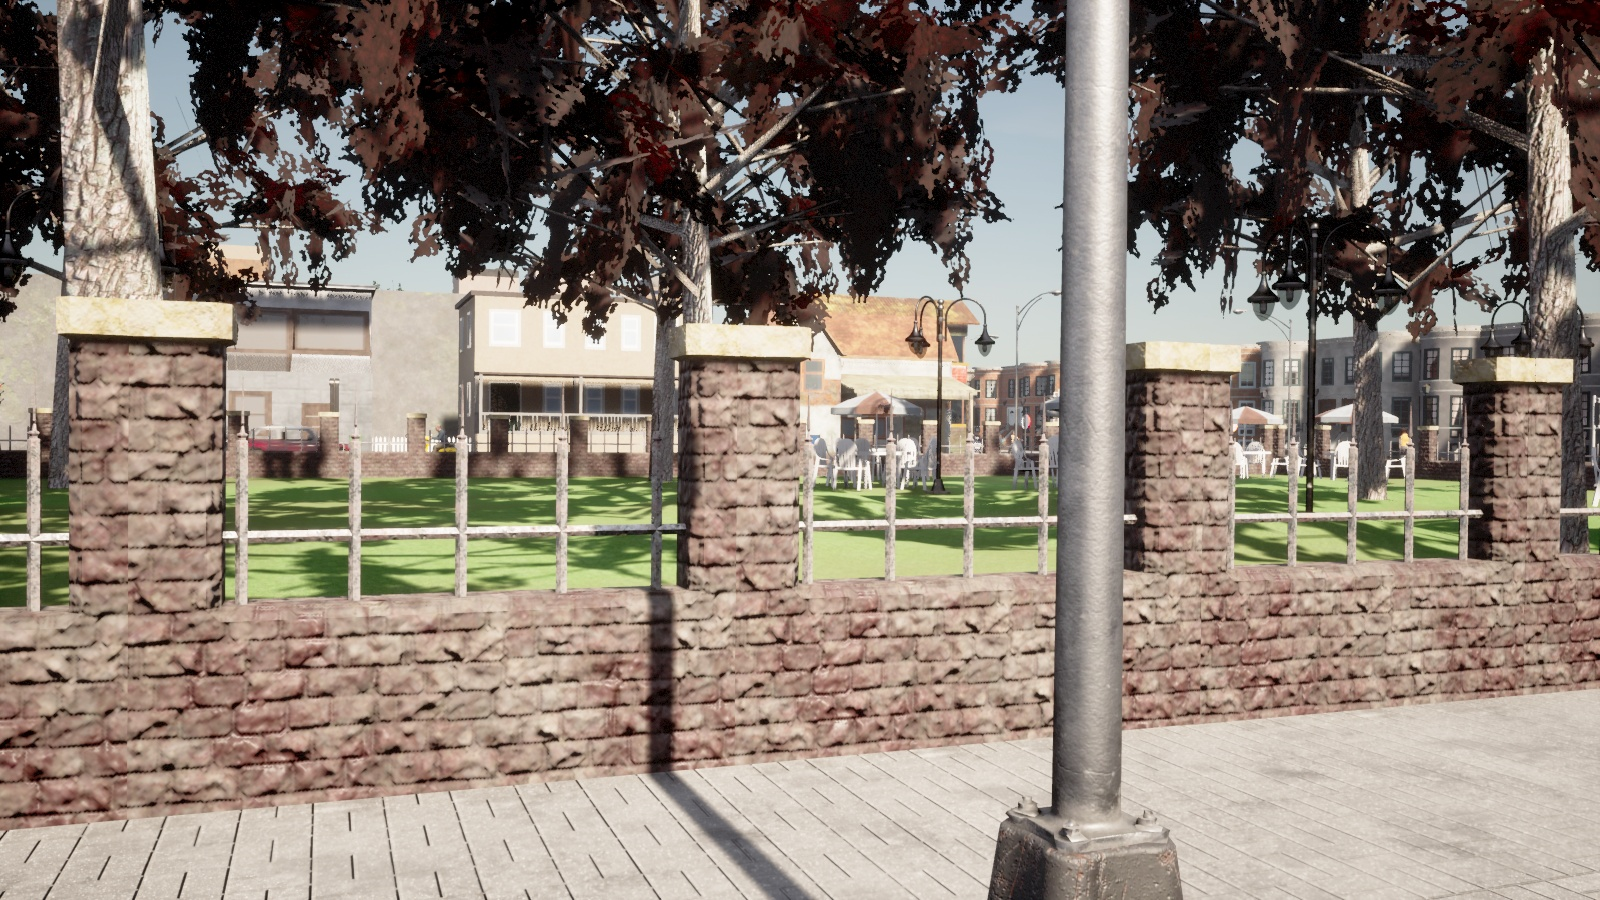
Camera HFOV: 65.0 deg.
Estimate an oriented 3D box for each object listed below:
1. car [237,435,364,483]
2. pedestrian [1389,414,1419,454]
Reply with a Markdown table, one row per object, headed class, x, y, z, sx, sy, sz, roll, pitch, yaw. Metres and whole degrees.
| class | x | y | z | sx | sy | sz | roll | pitch | yaw |
| --- | --- | --- | --- | --- | --- | --- | --- | --- | --- |
| car | -16.510 | 0.264 | 41.655 | 3.806 | 1.475 | 1.970 | -1 | 1 | -21 |
| pedestrian | 27.925 | -0.739 | 58.106 | 0.874 | 1.855 | 0.900 | -1 | 1 | -14 |
